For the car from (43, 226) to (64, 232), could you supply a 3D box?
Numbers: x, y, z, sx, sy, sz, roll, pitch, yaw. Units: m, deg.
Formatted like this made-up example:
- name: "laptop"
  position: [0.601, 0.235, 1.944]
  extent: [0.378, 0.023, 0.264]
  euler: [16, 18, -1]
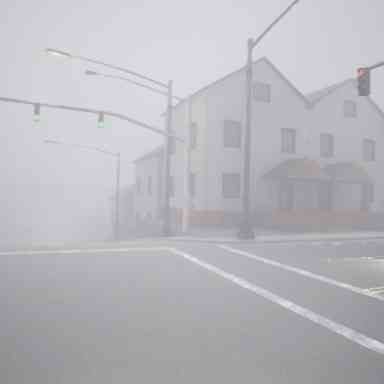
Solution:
- name: "car"
  position: [-36.065, 9.583, 86.581]
  extent: [4.536, 1.218, 1.853]
  euler: [1, -1, 5]

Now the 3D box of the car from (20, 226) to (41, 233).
- name: "car"
  position: [-40.610, 9.427, 83.787]
  extent: [1.853, 1.218, 4.536]
  euler: [1, -1, 30]

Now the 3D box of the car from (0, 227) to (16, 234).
- name: "car"
  position: [-44.871, 9.449, 81.920]
  extent: [4.974, 1.542, 2.038]
  euler: [1, -1, 20]

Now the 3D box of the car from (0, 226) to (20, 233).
- name: "car"
  position: [-44.916, 9.290, 81.940]
  extent: [4.536, 1.218, 1.853]
  euler: [1, -1, 20]

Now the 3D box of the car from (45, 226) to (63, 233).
- name: "car"
  position: [-36.017, 9.741, 86.574]
  extent: [4.974, 1.542, 2.038]
  euler: [1, -1, 5]

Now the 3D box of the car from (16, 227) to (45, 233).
- name: "car"
  position: [-40.640, 9.583, 83.740]
  extent: [2.038, 1.542, 4.974]
  euler: [1, -1, 30]
